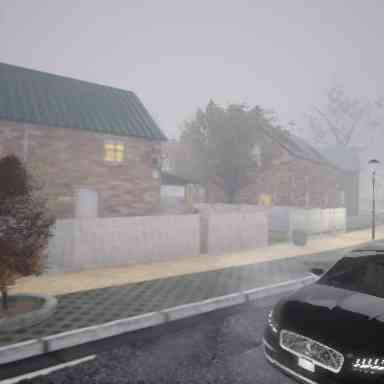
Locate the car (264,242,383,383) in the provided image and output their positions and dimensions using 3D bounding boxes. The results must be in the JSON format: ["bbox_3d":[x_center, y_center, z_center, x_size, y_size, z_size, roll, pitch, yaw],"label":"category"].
[{"bbox_3d":[3.135,1.576,4.930,4.892,1.490,1.837,1,0,-37],"label":"car"}]
